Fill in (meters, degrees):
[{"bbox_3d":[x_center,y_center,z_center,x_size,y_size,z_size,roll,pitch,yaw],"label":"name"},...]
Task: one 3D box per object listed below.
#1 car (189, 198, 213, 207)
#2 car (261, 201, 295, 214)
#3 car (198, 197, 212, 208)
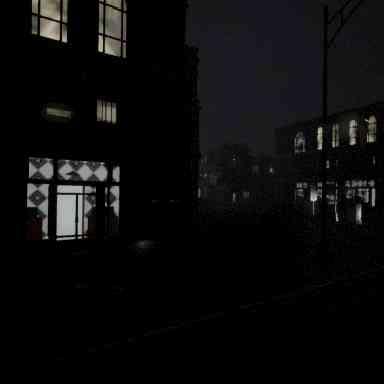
[{"bbox_3d":[1.327,1.618,52.106,1.887,1.381,4.507,1,-1,-27],"label":"car"},{"bbox_3d":[9.404,1.622,36.629,2.008,1.369,4.403,1,-1,-27],"label":"car"},{"bbox_3d":[0.994,1.510,47.393,1.882,1.535,5.008,1,0,-27],"label":"car"}]
